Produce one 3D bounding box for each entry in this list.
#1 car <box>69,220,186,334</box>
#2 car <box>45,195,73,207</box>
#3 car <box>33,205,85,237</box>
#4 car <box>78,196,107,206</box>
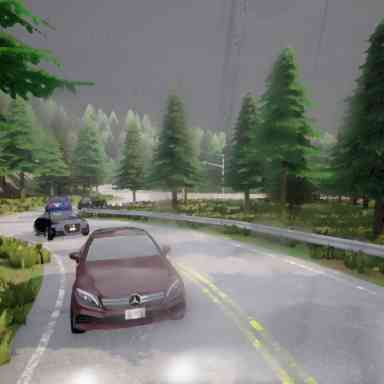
[{"bbox_3d":[-1.520,1.523,7.077,1.812,1.442,4.674,-2,0,-17],"label":"car"},{"bbox_3d":[-12.856,1.326,32.227,2.150,2.045,5.566,-1,0,-18],"label":"car"},{"bbox_3d":[-7.058,1.664,17.802,1.994,1.385,4.181,-4,2,-38],"label":"car"},{"bbox_3d":[-12.711,1.289,42.817,2.097,1.767,4.553,2,2,13],"label":"car"}]
